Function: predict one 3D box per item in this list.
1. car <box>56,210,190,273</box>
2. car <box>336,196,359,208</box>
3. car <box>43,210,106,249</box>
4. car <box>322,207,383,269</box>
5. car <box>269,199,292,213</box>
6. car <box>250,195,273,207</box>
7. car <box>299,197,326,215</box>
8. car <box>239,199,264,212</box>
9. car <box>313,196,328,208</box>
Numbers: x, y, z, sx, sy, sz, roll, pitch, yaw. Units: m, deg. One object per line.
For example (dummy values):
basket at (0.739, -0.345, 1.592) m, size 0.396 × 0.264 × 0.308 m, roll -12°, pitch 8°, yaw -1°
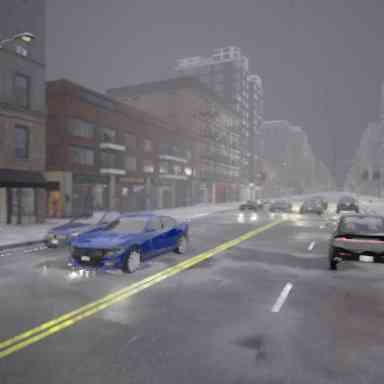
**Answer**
car at (-1.775, 1.467, 10.990) m, size 1.882 × 1.535 × 5.008 m, roll 0°, pitch 0°, yaw 24°
car at (16.513, 1.303, 35.357) m, size 2.097 × 1.767 × 4.553 m, roll 0°, pitch 0°, yaw 25°
car at (-3.970, 1.513, 14.062) m, size 1.812 × 1.442 × 4.674 m, roll 0°, pitch 0°, yaw 24°
car at (5.434, 1.478, 10.680) m, size 2.128 × 1.511 × 4.902 m, roll 0°, pitch 0°, yaw 24°
car at (9.851, 1.502, 36.625) m, size 2.033 × 1.411 × 5.357 m, roll 0°, pitch 0°, yaw 25°
car at (8.846, 1.115, 42.267) m, size 1.994 × 1.385 × 4.181 m, roll 0°, pitch 0°, yaw 24°
car at (11.858, 1.522, 32.984) m, size 1.994 × 1.385 × 4.181 m, roll 0°, pitch 0°, yaw 25°
car at (6.809, 1.556, 37.789) m, size 1.895 × 1.301 × 4.718 m, roll 0°, pitch 0°, yaw 25°
car at (16.523, 1.293, 43.441) m, size 2.097 × 1.767 × 4.553 m, roll 0°, pitch 0°, yaw 25°
